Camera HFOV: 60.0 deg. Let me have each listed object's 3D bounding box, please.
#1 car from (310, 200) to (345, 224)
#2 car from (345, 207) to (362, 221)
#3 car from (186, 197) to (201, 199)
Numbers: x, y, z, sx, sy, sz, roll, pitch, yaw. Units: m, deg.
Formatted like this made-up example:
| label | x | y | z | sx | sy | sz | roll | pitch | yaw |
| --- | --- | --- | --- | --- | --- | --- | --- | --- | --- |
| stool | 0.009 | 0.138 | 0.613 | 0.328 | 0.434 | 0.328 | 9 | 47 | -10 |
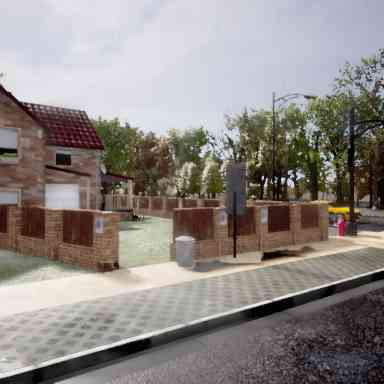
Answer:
| label | x | y | z | sx | sy | sz | roll | pitch | yaw |
| --- | --- | --- | --- | --- | --- | --- | --- | --- | --- |
| car | 7.829 | 1.469 | 23.358 | 1.812 | 1.442 | 4.674 | 0 | 0 | -35 |
| car | 10.319 | 1.423 | 25.467 | 1.882 | 1.535 | 5.008 | 0 | 0 | -35 |
| car | 0.285 | 1.368 | 39.560 | 2.128 | 1.511 | 4.902 | 0 | 0 | -35 |
